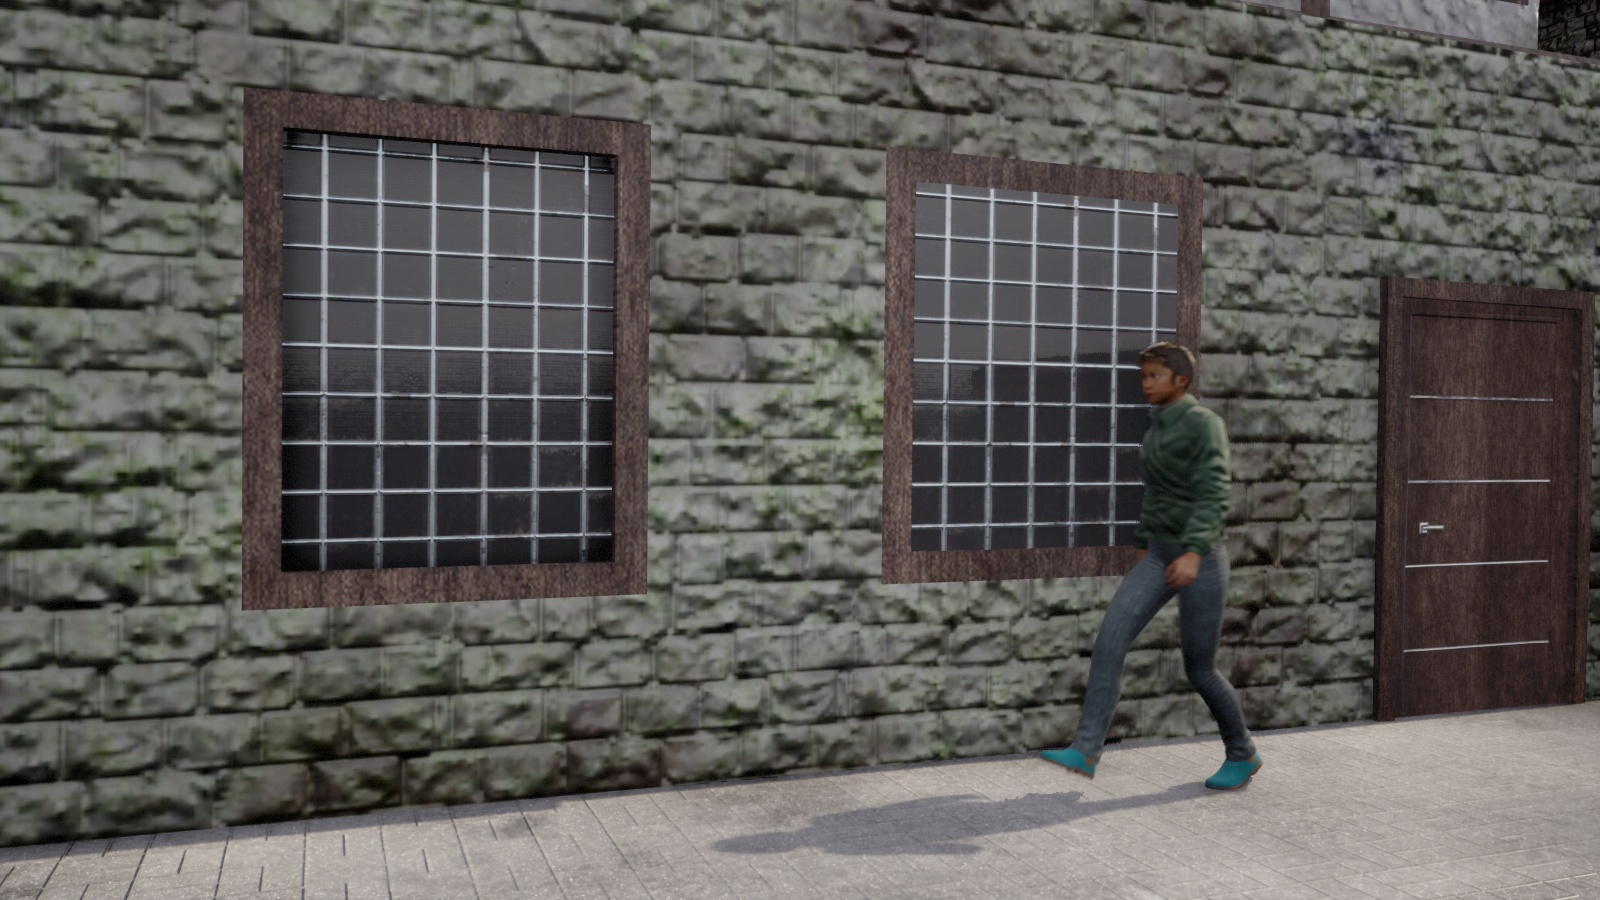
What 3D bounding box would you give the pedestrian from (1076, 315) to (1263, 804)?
[{"bbox_3d":[1.470,0.410,5.005,0.614,1.847,0.353,-1,1,-20],"label":"pedestrian"}]
